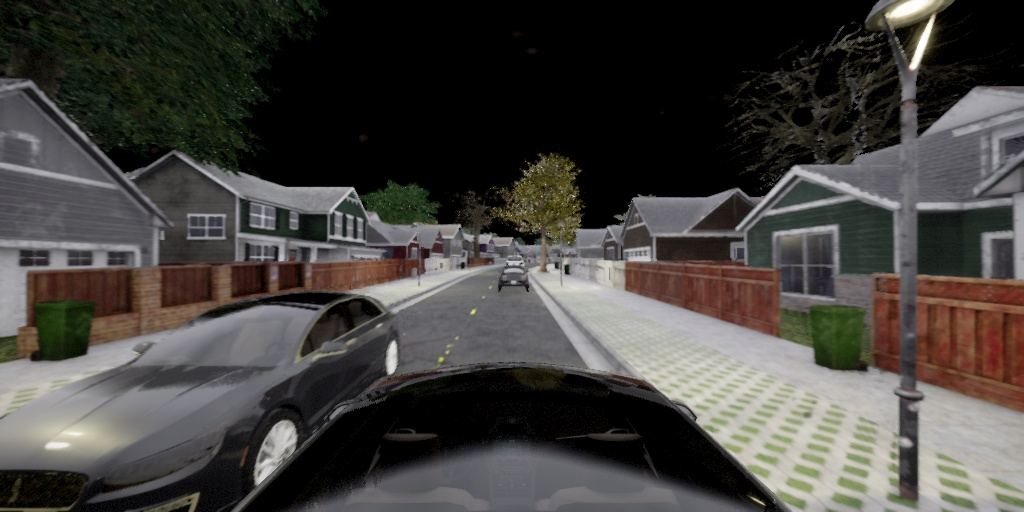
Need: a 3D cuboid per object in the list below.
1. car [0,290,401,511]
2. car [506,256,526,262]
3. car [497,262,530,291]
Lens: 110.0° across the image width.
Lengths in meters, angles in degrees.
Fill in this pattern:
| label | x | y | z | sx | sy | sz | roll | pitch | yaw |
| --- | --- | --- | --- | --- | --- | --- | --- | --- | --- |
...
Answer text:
| label | x | y | z | sx | sy | sz | roll | pitch | yaw |
| --- | --- | --- | --- | --- | --- | --- | --- | --- | --- |
| car | -2.838 | 1.256 | 4.437 | 1.837 | 1.490 | 4.892 | 0 | 0 | 0 |
| car | 0.439 | 0.987 | 42.296 | 2.150 | 2.045 | 5.566 | 0 | 0 | 3 |
| car | 0.091 | 1.283 | 21.947 | 1.812 | 1.442 | 4.674 | 0 | 0 | 0 |
